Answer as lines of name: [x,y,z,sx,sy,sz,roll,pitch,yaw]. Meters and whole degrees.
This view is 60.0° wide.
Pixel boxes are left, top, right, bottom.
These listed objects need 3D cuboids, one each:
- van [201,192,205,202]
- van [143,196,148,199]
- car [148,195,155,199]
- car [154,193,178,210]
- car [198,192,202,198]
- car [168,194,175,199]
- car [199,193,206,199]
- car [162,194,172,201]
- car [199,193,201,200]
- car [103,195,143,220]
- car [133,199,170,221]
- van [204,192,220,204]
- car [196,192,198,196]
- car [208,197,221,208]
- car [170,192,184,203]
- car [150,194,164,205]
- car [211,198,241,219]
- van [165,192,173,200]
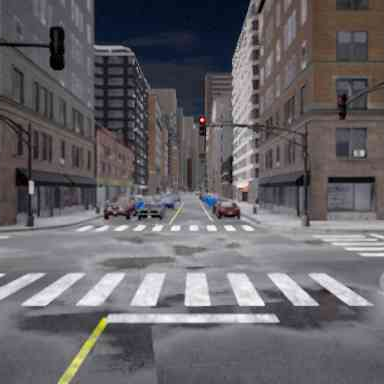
van: [2.861,1.099,54.526,1.690,1.788,3.998,0,0,0]
van: [-5.667,1.196,32.522,1.690,1.788,3.998,0,0,0]
car: [-5.666,1.247,43.525,1.967,1.590,4.097,0,0,0]
car: [-3.083,1.297,40.591,1.882,1.535,5.008,0,1,0]
car: [2.863,1.245,76.532,1.802,1.307,4.206,0,0,0]
car: [-5.661,1.177,93.037,1.802,1.307,4.206,0,0,0]
car: [2.864,1.035,93.036,1.967,1.590,4.097,0,0,0]
car: [-5.663,1.214,76.533,2.008,1.369,4.403,0,0,0]
car: [2.862,1.292,65.530,1.802,1.307,4.206,0,0,0]
car: [-5.668,1.193,27.021,2.192,1.841,5.009,0,0,0]
car: [-3.096,1.482,26.284,1.895,1.301,4.718,0,0,0]
van: [2.859,1.147,43.523,1.690,1.788,3.998,0,0,0]
car: [2.863,0.955,82.032,2.192,1.841,5.009,0,0,0]
car: [2.859,1.420,32.522,1.947,1.339,4.313,0,0,0]
car: [-2.999,1.240,61.585,1.837,1.490,4.892,0,0,0]
car: [-5.665,1.199,54.528,1.967,1.590,4.097,0,0,0]
car: [2.859,1.423,27.020,1.887,1.381,4.507,0,0,0]
van: [-5.662,0.981,82.034,1.690,1.788,3.998,0,0,0]
